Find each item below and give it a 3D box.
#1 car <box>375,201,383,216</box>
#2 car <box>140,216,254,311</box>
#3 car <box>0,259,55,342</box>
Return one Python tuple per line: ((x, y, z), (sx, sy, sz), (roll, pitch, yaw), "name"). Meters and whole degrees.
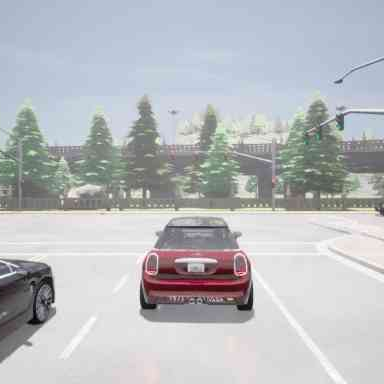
((19.473, 1.166, 29.666), (5.566, 2.045, 2.150), (0, 0, 1), "car")
((0.148, 1.352, 7.968), (2.097, 1.767, 4.553), (0, 0, 2), "car")
((-3.432, 1.492, 4.217), (2.128, 1.511, 4.902), (0, 0, 0), "car")
